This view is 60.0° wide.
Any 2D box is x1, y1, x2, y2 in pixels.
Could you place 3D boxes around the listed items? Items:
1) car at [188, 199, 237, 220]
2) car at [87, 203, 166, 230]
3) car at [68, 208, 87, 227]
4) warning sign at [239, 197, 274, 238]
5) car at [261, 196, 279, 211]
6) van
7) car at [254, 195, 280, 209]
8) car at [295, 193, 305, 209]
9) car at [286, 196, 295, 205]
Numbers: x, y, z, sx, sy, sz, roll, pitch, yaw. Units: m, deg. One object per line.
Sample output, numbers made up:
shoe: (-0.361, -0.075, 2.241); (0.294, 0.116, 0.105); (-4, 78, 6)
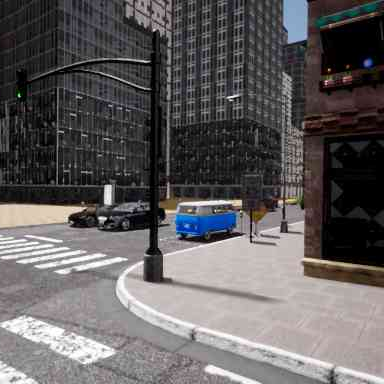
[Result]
car: (1.861, 1.426, 28.451); (1.837, 1.490, 4.892); (1, 1, 36)
car: (-3.659, 1.431, 20.695); (2.128, 1.511, 4.902); (1, 1, 35)
car: (-5.996, 1.467, 21.879); (1.947, 1.339, 4.313); (1, 1, 35)
warning sign: (3.117, 1.177, 16.124); (1.300, 1.860, 1.060); (1, 1, 35)
car: (7.754, 1.430, 36.731); (1.812, 1.442, 4.674); (1, 1, 36)
van: (0.836, 1.368, 17.018); (1.690, 1.788, 3.998); (1, 1, 35)
car: (10.039, 1.293, 44.419); (1.967, 1.590, 4.097); (1, 1, 35)
car: (15.419, 1.159, 42.093); (2.150, 2.045, 5.566); (1, 1, 36)
car: (16.354, 1.364, 53.298); (1.752, 1.417, 4.829); (1, 1, 35)
